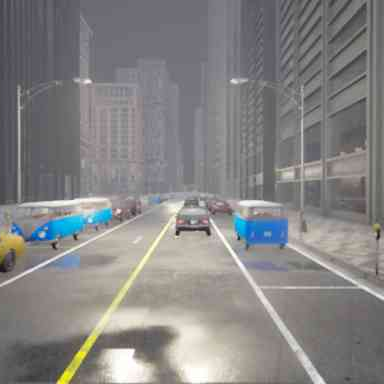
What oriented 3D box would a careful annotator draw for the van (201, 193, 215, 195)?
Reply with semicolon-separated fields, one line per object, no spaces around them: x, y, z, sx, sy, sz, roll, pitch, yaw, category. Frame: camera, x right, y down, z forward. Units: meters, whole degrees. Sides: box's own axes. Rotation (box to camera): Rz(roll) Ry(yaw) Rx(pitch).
2.588;1.120;47.634;1.690;1.788;3.998;0;0;0;van

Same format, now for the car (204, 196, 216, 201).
2.631;1.413;36.354;1.802;1.307;4.206;0;0;0;car

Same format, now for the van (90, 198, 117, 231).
-5.834;1.256;19.395;1.690;1.788;3.998;0;0;0;van

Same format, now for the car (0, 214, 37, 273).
-5.792;1.492;7.945;1.752;1.417;4.829;0;0;0;car

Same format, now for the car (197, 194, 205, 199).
2.446;1.155;87.119;1.947;1.339;4.313;0;0;0;car

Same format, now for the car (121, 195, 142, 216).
-5.875;1.178;30.677;2.192;1.841;5.009;0;0;0;car

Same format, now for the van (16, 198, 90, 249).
-5.814;1.281;13.755;1.690;1.788;3.998;0;0;0;van

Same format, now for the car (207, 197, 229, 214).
2.651;1.439;30.713;1.802;1.307;4.206;0;0;0;car

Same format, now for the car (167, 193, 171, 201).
-6.018;1.244;70.164;1.947;1.339;4.313;0;0;0;car

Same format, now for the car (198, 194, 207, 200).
2.467;1.169;81.478;2.008;1.369;4.403;0;0;0;car

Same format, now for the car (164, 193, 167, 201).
-5.977;1.276;58.882;1.887;1.381;4.507;0;0;0;car

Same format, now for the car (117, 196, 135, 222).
-5.854;1.329;25.036;1.967;1.590;4.097;0;0;0;car

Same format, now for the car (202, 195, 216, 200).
2.610;1.371;41.994;1.947;1.339;4.313;0;0;0;car

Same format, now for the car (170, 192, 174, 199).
-6.059;1.063;81.444;1.967;1.590;4.097;0;0;0;car

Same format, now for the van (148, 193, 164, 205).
-5.957;1.099;53.241;1.690;1.788;3.998;0;0;0;van

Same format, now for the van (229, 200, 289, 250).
2.711;1.276;13.791;1.690;1.788;3.998;0;0;0;van

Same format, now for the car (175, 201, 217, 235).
0.031;1.463;18.341;2.033;1.411;5.357;0;0;-1;car

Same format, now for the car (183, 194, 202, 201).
-0.050;1.315;41.276;1.837;1.490;4.892;0;0;0;car
